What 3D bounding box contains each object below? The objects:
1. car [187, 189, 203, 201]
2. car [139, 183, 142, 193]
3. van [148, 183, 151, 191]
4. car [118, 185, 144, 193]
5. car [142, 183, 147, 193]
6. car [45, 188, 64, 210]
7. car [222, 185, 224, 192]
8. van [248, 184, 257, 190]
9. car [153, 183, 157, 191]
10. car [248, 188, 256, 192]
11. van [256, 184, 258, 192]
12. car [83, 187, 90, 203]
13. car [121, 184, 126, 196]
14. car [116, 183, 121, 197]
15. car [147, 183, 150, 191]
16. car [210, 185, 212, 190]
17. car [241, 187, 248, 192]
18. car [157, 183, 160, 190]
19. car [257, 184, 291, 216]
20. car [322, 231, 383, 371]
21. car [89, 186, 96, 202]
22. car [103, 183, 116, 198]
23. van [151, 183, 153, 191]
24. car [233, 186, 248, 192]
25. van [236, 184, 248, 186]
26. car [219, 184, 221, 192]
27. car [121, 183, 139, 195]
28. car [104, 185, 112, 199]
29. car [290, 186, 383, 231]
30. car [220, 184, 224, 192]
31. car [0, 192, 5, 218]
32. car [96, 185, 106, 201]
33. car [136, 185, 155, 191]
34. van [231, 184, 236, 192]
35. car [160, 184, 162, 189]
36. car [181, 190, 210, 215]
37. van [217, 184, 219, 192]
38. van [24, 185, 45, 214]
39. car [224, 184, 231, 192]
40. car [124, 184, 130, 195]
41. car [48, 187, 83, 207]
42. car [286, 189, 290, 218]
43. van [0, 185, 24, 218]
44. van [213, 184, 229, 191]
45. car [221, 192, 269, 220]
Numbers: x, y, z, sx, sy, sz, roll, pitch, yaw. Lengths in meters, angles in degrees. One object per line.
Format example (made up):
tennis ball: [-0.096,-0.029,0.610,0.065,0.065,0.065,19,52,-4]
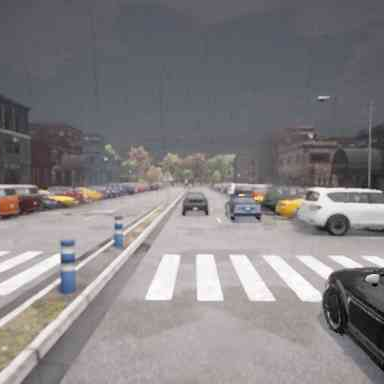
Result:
car: [0.345,0.344,42.140,1.895,1.301,4.718,0,2,0]
car: [-12.034,-0.344,58.163,5.366,1.575,1.946,0,2,0]
van: [-12.227,-1.001,74.828,4.442,1.987,1.878,0,1,0]
car: [-12.159,-0.562,66.498,4.892,1.521,2.231,0,1,0]
car: [-12.153,-0.743,63.711,5.566,2.045,2.435,0,2,0]
car: [-12.440,0.678,24.832,4.674,1.452,2.002,0,2,0]
car: [7.997,-0.112,56.547,4.792,1.488,2.163,0,2,0]
van: [7.944,0.367,31.737,4.442,1.987,1.878,0,2,0]
car: [-12.102,-1.161,80.382,5.566,2.045,2.435,0,1,0]
car: [7.815,0.678,28.988,5.008,1.535,2.097,0,2,0]
van: [7.679,0.538,26.225,4.442,1.987,1.878,0,2,0]
car: [-12.396,0.468,30.387,5.008,1.535,2.097,0,2,0]
car: [-12.290,0.009,47.055,4.674,1.452,2.002,0,2,0]
car: [-12.278,-0.076,44.271,4.553,1.767,2.185,0,2,0]
car: [-12.128,-0.662,71.930,4.674,1.452,2.002,0,1,0]
car: [8.163,-0.985,89.621,5.008,1.535,2.097,0,1,0]
car: [7.839,0.547,34.501,4.674,1.452,2.002,0,2,0]
car: [-11.992,-1.352,88.592,5.566,2.045,2.435,0,1,0]
car: [7.808,0.599,23.467,5.566,2.045,2.435,0,2,0]
car: [3.128,1.494,3.818,1.994,1.385,4.181,0,2,0]
car: [-12.413,0.257,33.160,4.553,1.767,2.185,0,2,0]
car: [-12.296,0.006,41.492,4.553,1.767,2.185,0,2,0]
van: [-11.975,-1.068,77.602,4.442,1.987,1.878,0,1,0]
car: [7.672,0.418,37.257,5.366,1.575,1.946,0,2,0]
van: [7.992,0.113,40.006,4.442,1.987,1.878,0,2,0]
car: [8.185,-0.295,62.058,5.366,1.575,1.946,0,2,0]
car: [-12.208,-0.518,55.380,5.566,2.045,2.435,0,2,0]
car: [-12.353,0.215,38.720,4.892,1.521,2.231,0,2,0]
car: [7.761,0.854,15.196,5.566,2.045,2.435,0,2,0]
car: [7.978,-0.217,59.304,4.892,1.521,2.231,0,2,0]
car: [-12.486,0.893,16.496,4.892,1.521,2.231,0,2,0]
car: [-12.360,0.298,35.944,5.008,1.535,2.097,0,2,0]
car: [-12.037,-0.999,85.881,4.674,1.452,2.002,0,1,0]
van: [8.023,-0.050,45.516,4.442,1.987,1.878,0,2,0]
car: [-12.012,-1.480,94.275,5.566,2.045,2.435,0,1,0]
car: [0.245,0.787,24.699,1.837,1.490,4.892,0,2,0]
van: [7.915,-0.664,67.443,4.442,1.987,1.878,0,1,0]
van: [-12.571,0.497,22.046,4.442,1.987,1.878,0,2,0]
car: [7.951,-0.158,48.273,5.566,2.045,2.435,0,2,0]
car: [-12.268,-0.110,49.831,4.892,1.521,2.231,0,2,0]
car: [-12.234,0.551,27.607,5.366,1.575,1.946,0,2,0]
car: [7.778,0.899,17.834,4.553,1.767,2.185,0,2,0]
van: [-12.589,0.581,19.268,4.442,1.987,1.878,0,2,0]
van: [8.058,-1.275,92.373,4.442,1.987,1.878,0,1,0]
car: [3.228,0.945,21.605,2.033,1.411,5.357,0,2,0]
